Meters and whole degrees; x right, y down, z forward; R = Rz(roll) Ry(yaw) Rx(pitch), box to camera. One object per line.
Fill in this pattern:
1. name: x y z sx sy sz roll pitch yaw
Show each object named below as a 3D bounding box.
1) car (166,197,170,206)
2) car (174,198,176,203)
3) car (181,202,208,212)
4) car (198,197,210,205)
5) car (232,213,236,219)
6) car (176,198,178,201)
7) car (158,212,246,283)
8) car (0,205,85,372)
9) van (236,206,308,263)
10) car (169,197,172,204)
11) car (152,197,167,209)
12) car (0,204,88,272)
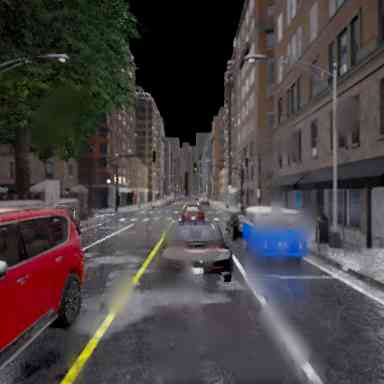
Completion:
1. car: -5.676 2.102 61.315 2.008 1.369 4.403 0 -1 0
2. car: -5.678 2.310 83.117 2.008 1.369 4.403 0 -1 0
3. car: 0.099 1.772 26.652 1.812 1.442 4.674 0 -1 0
4. car: 2.847 2.094 72.254 1.967 1.590 4.097 0 -1 0
5. car: 2.854 1.734 17.878 1.947 1.339 4.313 0 -1 0
6. car: -5.680 2.128 88.570 2.192 1.841 5.009 0 -1 0
7. car: 0.099 1.586 9.924 2.128 1.511 4.902 0 -1 0
8. car: -3.098 1.262 4.164 2.150 2.045 5.566 0 -1 0
9. van: 2.854 1.457 12.220 1.690 1.788 3.998 0 -1 0
10. car: -5.677 2.147 66.766 1.887 1.381 4.507 0 -1 0
11. car: -5.675 2.026 55.695 1.752 1.417 4.829 0 -1 0
12. car: -5.671 1.431 12.180 2.192 1.841 5.009 0 -1 0
